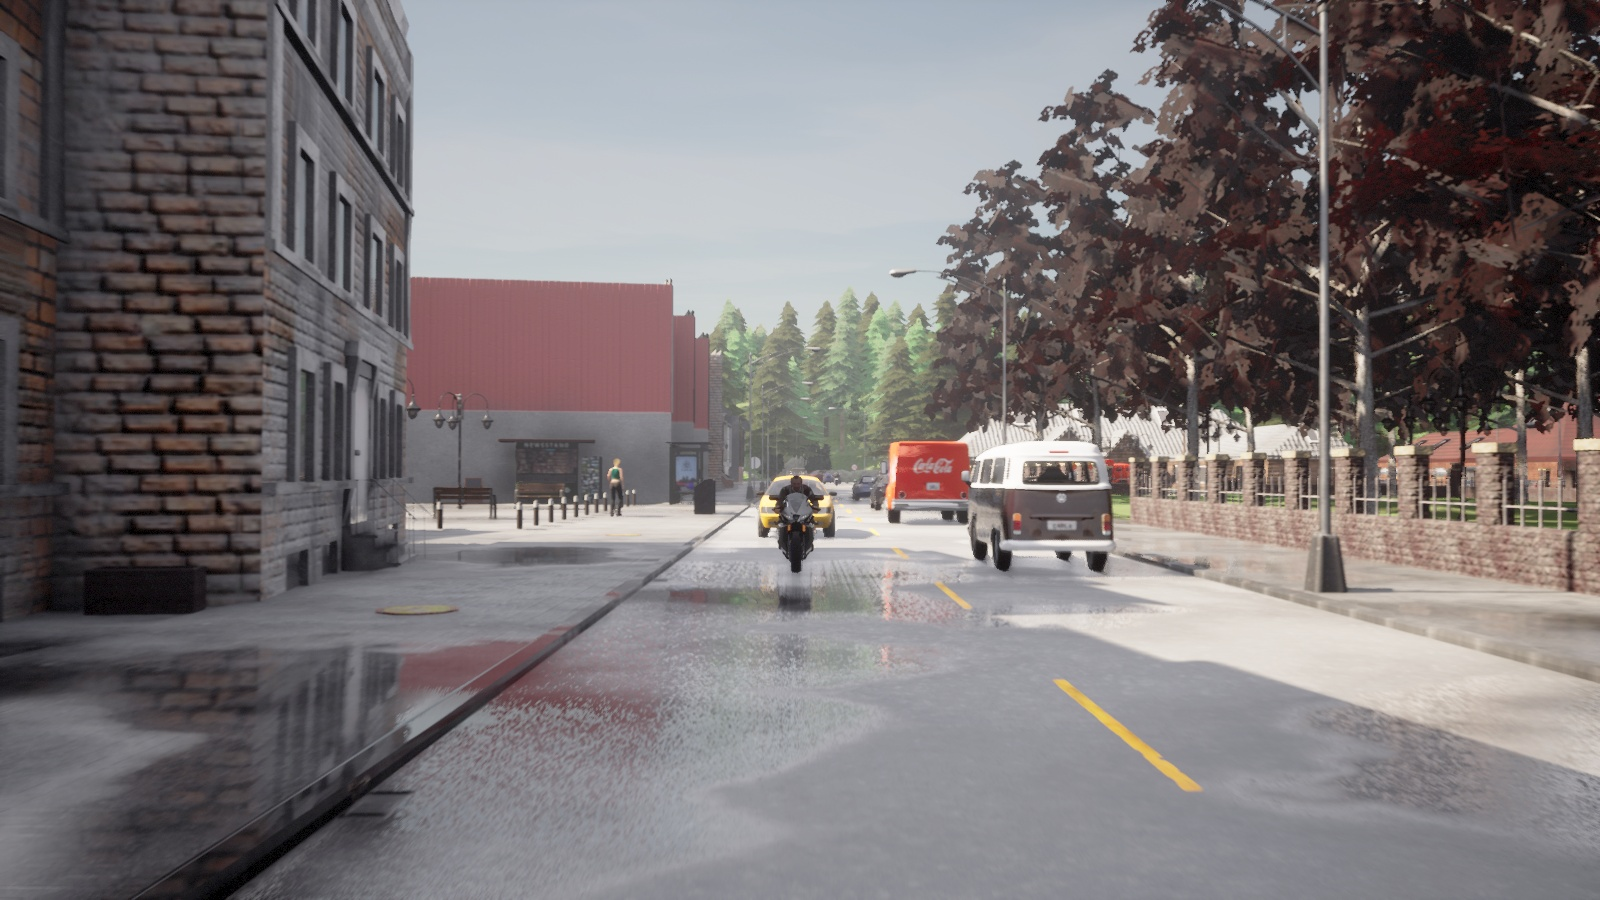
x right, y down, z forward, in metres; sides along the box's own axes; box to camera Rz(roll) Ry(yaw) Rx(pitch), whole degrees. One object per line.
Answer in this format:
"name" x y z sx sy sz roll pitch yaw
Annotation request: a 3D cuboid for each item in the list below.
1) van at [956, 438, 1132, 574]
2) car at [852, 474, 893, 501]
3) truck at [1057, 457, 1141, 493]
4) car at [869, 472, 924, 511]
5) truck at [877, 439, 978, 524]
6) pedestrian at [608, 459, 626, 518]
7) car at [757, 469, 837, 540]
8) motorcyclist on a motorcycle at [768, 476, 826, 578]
"van" 3.947 0.876 21.150 2.069 2.038 4.480 0 -1 0
"car" 3.871 1.998 67.804 1.994 1.385 4.181 0 -1 1
"truck" 20.960 1.718 88.070 5.204 2.467 2.627 0 -1 -2
"car" 3.906 1.666 51.493 1.837 1.490 4.892 0 -1 0
"truck" 3.916 0.973 39.487 2.627 2.467 5.204 0 -1 0
"pedestrian" -5.776 1.211 39.652 0.345 1.836 0.594 0 -1 12
"car" -0.073 1.273 31.014 1.801 1.575 5.366 0 -1 0
"motorcyclist on a motorcycle" -0.049 1.187 20.154 0.866 1.530 2.191 0 -1 0
